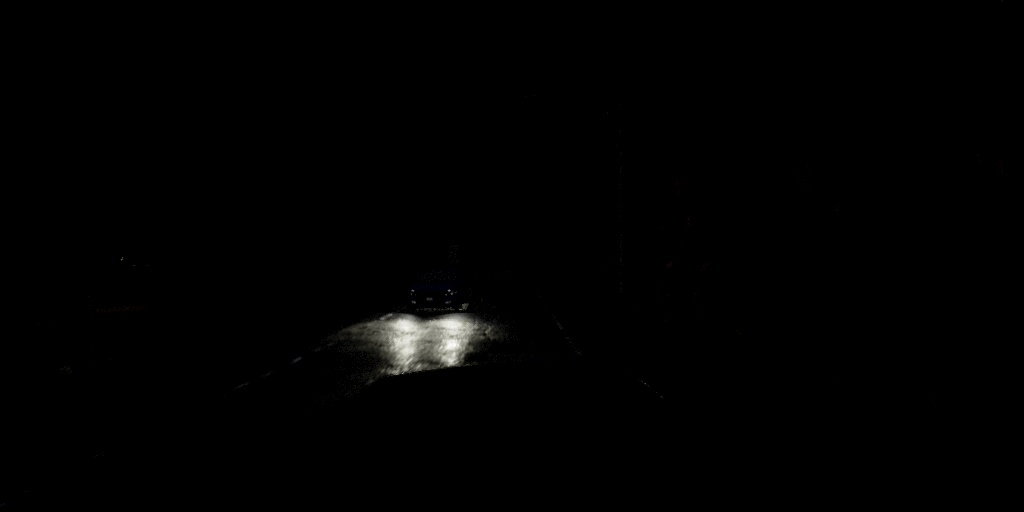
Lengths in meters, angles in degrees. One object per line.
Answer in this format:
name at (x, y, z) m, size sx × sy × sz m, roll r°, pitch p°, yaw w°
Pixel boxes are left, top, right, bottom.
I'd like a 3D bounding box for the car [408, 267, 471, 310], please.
car at (-2.851, 1.225, 14.908) m, size 1.882 × 1.535 × 5.008 m, roll 0°, pitch 0°, yaw 0°
